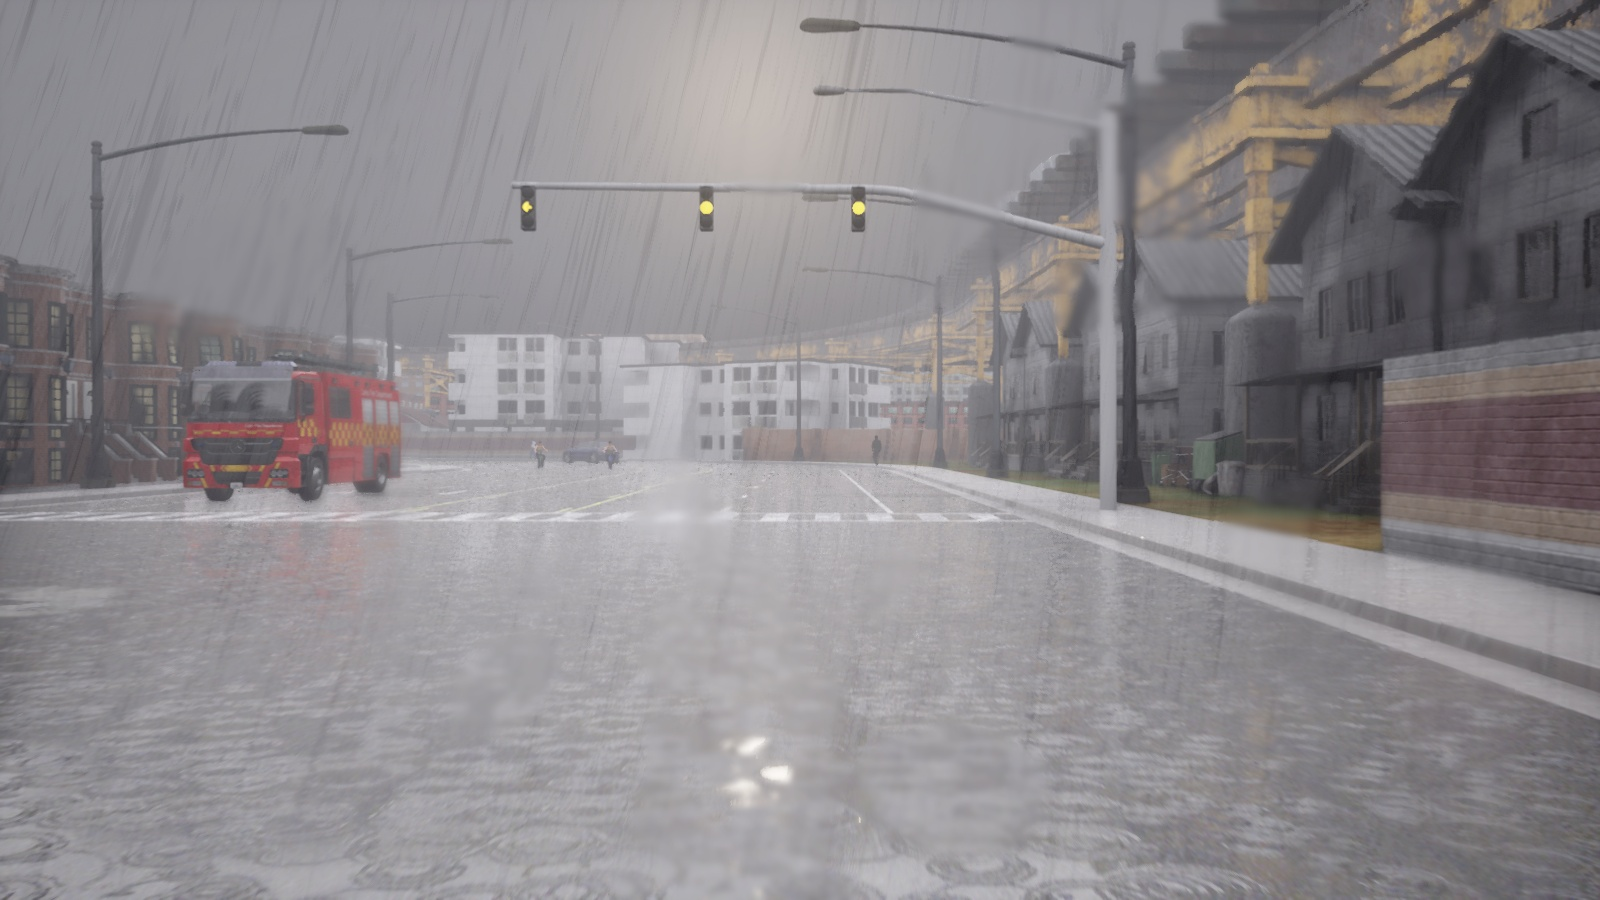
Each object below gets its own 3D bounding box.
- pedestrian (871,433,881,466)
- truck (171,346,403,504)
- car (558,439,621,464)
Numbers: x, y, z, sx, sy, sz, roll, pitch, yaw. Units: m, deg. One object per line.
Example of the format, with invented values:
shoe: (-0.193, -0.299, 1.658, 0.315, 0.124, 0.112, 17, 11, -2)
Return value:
pedestrian: (4.483, -0.011, 73.908, 0.395, 1.930, 0.692, 0, 0, -17)
truck: (-13.781, -0.625, 34.667, 2.891, 3.827, 8.468, 0, 0, 0)
car: (-15.297, 0.079, 91.214, 4.553, 1.767, 2.097, 0, 0, 42)
